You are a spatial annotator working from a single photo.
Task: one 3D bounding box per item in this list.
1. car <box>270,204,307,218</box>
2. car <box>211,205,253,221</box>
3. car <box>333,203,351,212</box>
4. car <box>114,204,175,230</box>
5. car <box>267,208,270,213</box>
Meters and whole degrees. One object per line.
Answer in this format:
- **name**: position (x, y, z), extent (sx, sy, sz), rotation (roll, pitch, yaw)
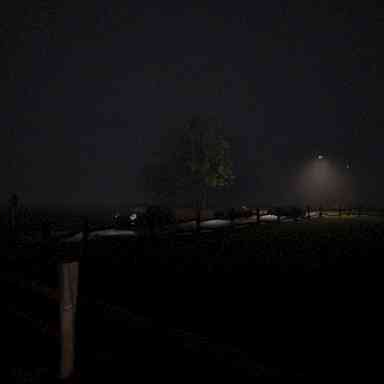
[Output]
- **car**: position (11.088, 2.118, 37.006), extent (2.033, 1.411, 5.357), rotation (0, -1, 38)
- **car**: position (4.065, 2.001, 32.790), extent (2.033, 1.411, 5.357), rotation (0, -1, 38)
- **car**: position (24.433, 2.440, 54.122), extent (1.994, 1.385, 4.181), rotation (0, -1, 38)
- **car**: position (-3.245, 1.629, 23.418), extent (2.097, 1.767, 4.553), rotation (0, -1, 38)
- **car**: position (10.977, 2.178, 41.616), extent (1.994, 1.385, 4.181), rotation (0, -1, 38)
